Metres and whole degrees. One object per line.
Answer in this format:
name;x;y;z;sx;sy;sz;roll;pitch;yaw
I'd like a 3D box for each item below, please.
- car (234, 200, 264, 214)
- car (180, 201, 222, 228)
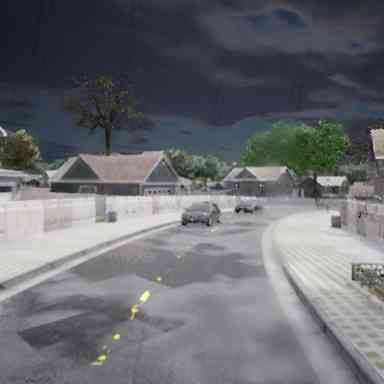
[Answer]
car;6.166;1.600;35.205;2.033;1.411;5.357;1;0;28
car;0.693;1.396;21.699;1.837;1.490;4.892;1;-1;16
